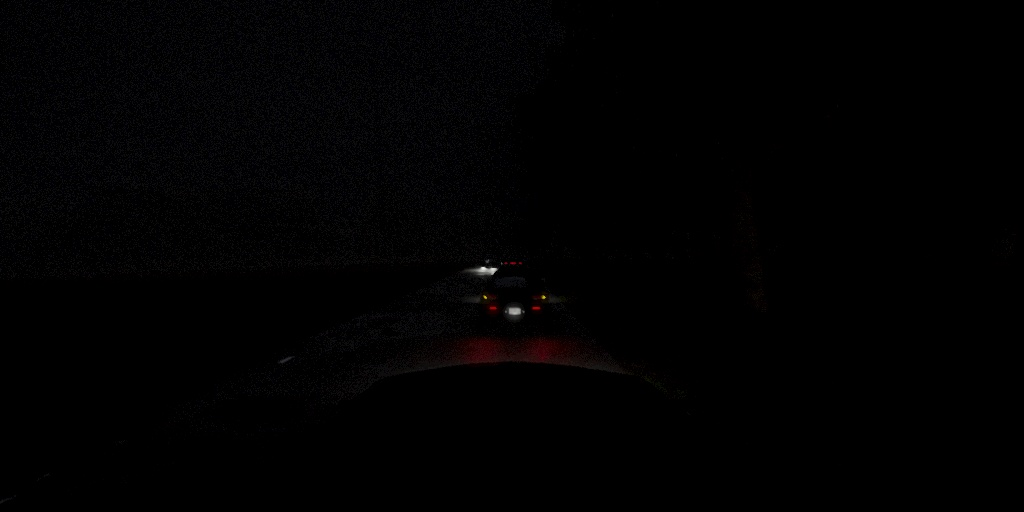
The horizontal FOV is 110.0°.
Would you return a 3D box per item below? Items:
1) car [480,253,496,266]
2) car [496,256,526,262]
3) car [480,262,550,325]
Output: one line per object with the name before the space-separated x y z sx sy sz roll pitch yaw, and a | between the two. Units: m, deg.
car | -2.835 0.391 43.884 2.128 1.511 4.902 0 1 0
car | 0.084 0.701 28.075 2.128 1.511 4.902 0 1 0
car | 0.080 1.087 10.777 1.812 1.442 4.674 0 1 0
